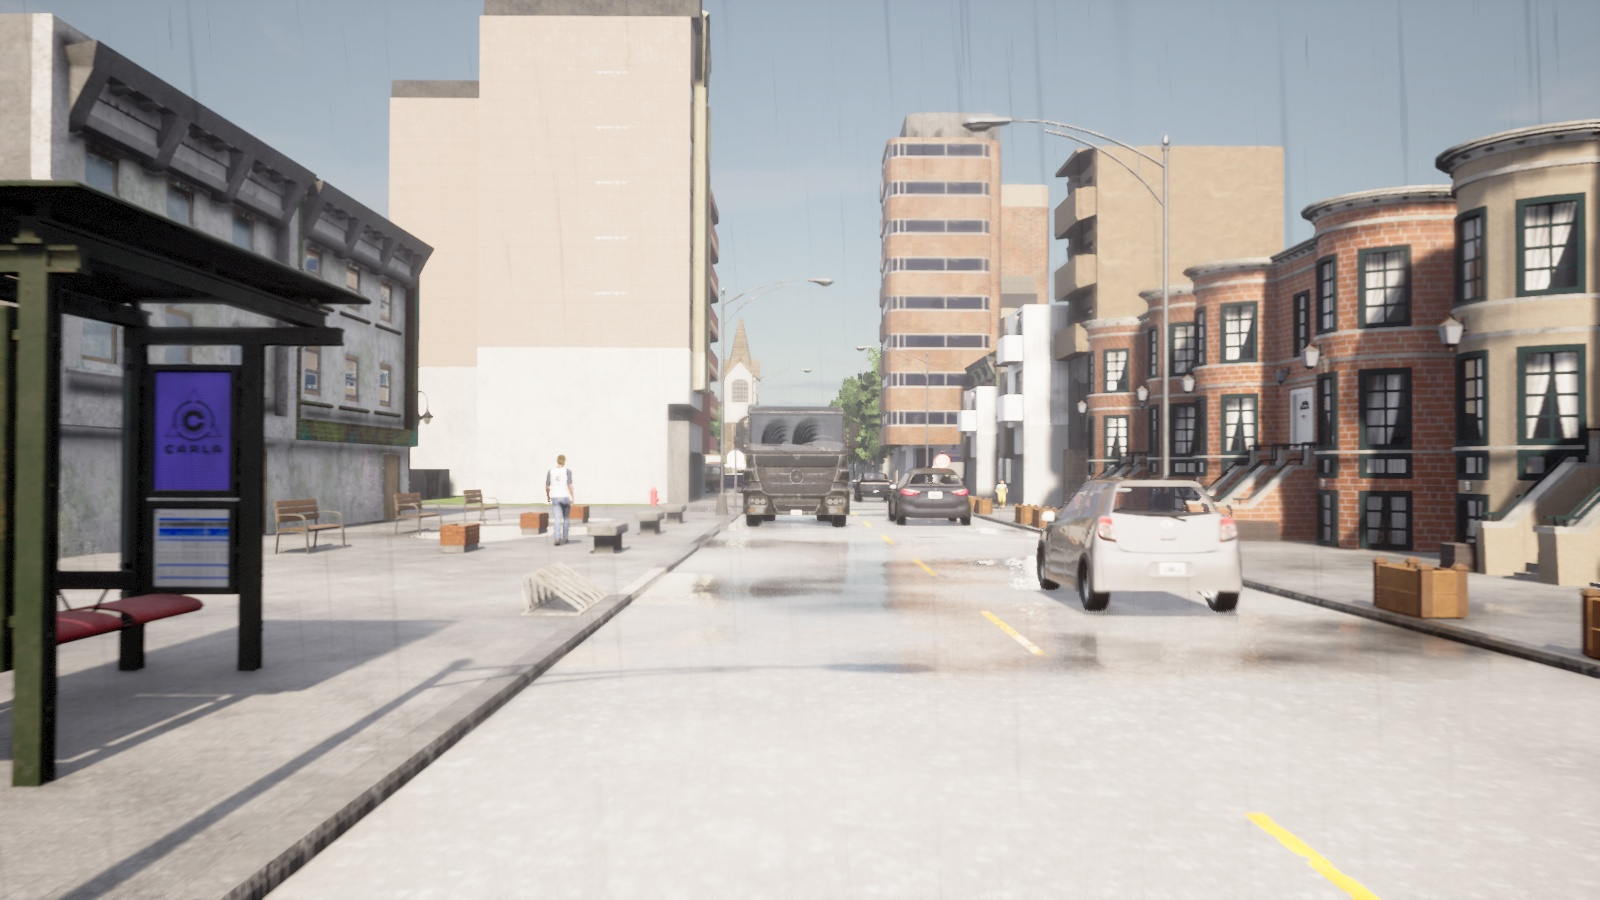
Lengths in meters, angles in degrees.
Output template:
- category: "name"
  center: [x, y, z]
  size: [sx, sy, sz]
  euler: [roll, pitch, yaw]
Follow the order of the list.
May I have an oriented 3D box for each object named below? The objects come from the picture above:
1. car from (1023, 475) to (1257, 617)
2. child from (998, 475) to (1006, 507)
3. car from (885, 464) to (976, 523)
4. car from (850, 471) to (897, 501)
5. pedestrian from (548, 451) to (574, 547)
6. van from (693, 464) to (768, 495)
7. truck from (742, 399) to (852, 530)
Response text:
- category: "car"
  center: [3.965, 1.069, 15.284]
  size: [1.845, 1.501, 3.633]
  euler: [0, -1, 0]
- category: "child"
  center: [7.923, 1.598, 49.310]
  size: [0.270, 1.263, 0.437]
  euler: [0, -1, 2]
- category: "car"
  center: [3.898, 1.285, 38.316]
  size: [2.242, 1.667, 4.611]
  euler: [0, -1, 0]
- category: "car"
  center: [3.790, 1.847, 65.172]
  size: [2.128, 1.511, 4.902]
  euler: [0, -1, 0]
- category: "pedestrian"
  center: [-4.648, 0.952, 24.465]
  size: [0.354, 1.836, 0.706]
  euler: [0, -1, 1]
- category: "van"
  center: [-4.568, 1.945, 82.904]
  size: [4.480, 2.038, 2.069]
  euler: [-1, -2, 24]
- category: "truck"
  center: [-0.101, 0.458, 37.334]
  size: [2.891, 3.462, 7.936]
  euler: [0, -1, 0]
